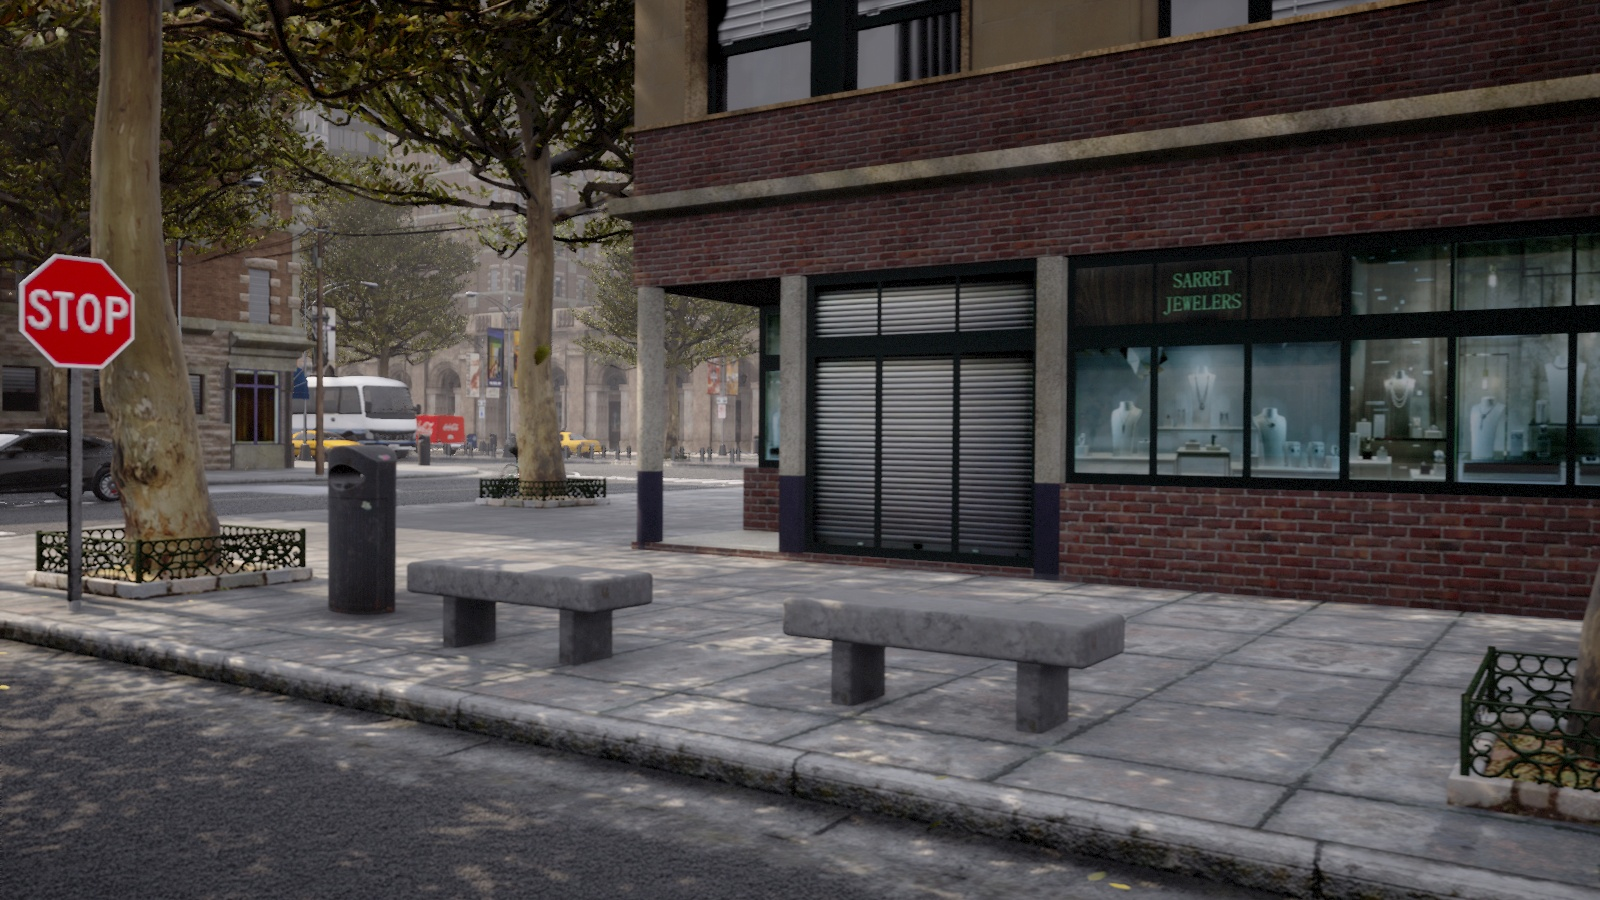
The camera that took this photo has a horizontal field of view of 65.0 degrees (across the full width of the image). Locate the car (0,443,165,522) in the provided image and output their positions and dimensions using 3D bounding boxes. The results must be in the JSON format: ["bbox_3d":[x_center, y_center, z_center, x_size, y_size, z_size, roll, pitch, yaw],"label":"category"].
[{"bbox_3d":[-15.237,0.605,24.643,1.812,1.442,4.674,0,1,33],"label":"car"}]

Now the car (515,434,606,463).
[{"bbox_3d":[-13.793,-0.099,72.189,5.366,1.575,1.801,0,1,34],"label":"car"}]

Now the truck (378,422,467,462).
[{"bbox_3d":[-23.680,-0.503,78.754,5.204,2.467,2.627,0,1,34],"label":"truck"}]

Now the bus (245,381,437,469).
[{"bbox_3d":[-23.860,-1.218,65.046,10.273,4.253,3.944,0,1,34],"label":"bus"}]

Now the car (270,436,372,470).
[{"bbox_3d":[-23.036,0.149,60.324,5.366,1.575,1.801,0,1,34],"label":"car"}]
